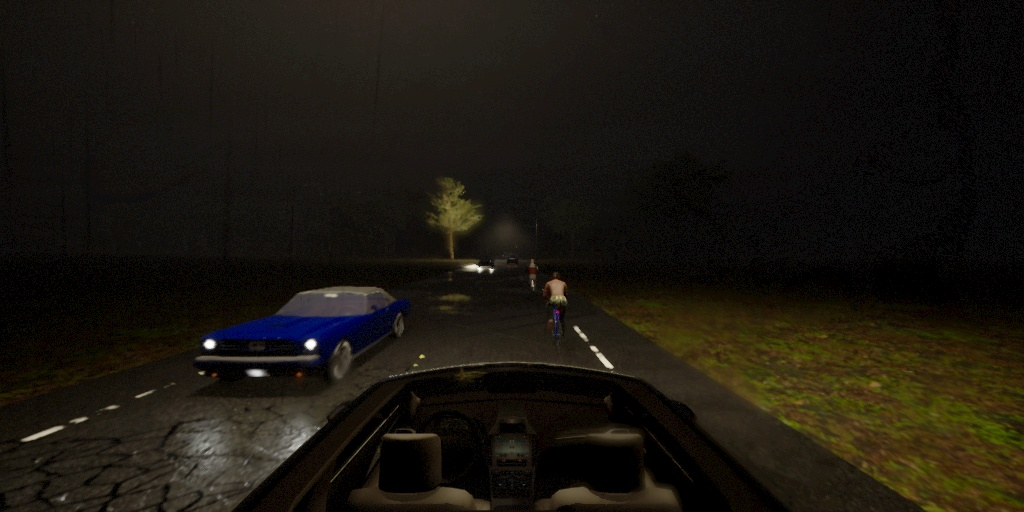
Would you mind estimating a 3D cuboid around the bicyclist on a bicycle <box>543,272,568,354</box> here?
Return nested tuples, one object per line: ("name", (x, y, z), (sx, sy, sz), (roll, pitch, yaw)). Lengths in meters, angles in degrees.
("bicyclist on a bicycle", (0.958, 1.183, 7.765), (0.582, 1.620, 1.656), (0, 0, 0))

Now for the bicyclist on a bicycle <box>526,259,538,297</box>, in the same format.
("bicyclist on a bicycle", (0.952, 1.024, 17.120), (0.659, 1.776, 1.843), (0, 1, 0))

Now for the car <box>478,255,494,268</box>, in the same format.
("car", (-3.616, 0.678, 50.270), (2.097, 1.767, 4.553), (0, 1, 0))

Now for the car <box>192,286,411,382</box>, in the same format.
("car", (-3.601, 1.333, 7.266), (1.895, 1.301, 4.718), (0, 0, 0))

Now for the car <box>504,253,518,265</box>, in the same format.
("car", (0.072, 0.658, 61.707), (2.128, 1.511, 4.902), (0, 0, 0))
